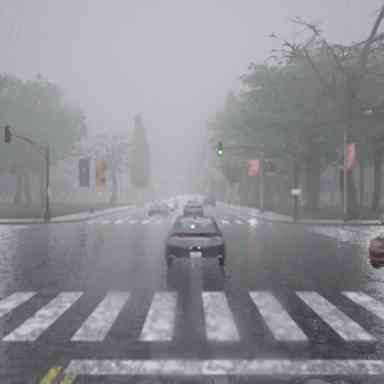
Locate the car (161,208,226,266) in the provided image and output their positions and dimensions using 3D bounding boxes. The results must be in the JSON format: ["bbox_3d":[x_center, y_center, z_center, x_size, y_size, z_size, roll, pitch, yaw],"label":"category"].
[{"bbox_3d":[0.115,1.556,11.805,2.128,1.511,4.902,0,0,0],"label":"car"}]

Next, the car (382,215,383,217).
[{"bbox_3d":[14.891,1.790,21.486,4.718,1.301,1.895,0,0,0],"label":"car"}]

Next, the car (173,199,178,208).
[{"bbox_3d":[-3.256,1.819,43.789,1.812,1.442,4.674,0,-1,1],"label":"car"}]

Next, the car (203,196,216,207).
[{"bbox_3d":[3.323,1.754,63.308,2.150,2.045,5.566,0,-1,0],"label":"car"}]

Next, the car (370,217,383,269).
[{"bbox_3d":[7.174,1.613,10.364,4.674,1.442,1.812,1,-1,-41],"label":"car"}]

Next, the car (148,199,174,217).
[{"bbox_3d":[-3.305,1.761,34.460,2.033,1.411,5.357,0,0,0],"label":"car"}]

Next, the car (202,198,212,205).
[{"bbox_3d":[3.333,2.084,73.695,2.033,1.411,5.357,0,-1,0],"label":"car"}]

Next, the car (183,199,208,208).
[{"bbox_3d":[0.138,1.692,32.651,2.128,1.511,4.902,0,0,0],"label":"car"}]

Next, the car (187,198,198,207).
[{"bbox_3d":[0.073,2.009,63.245,1.882,1.535,5.008,0,-1,0],"label":"car"}]
